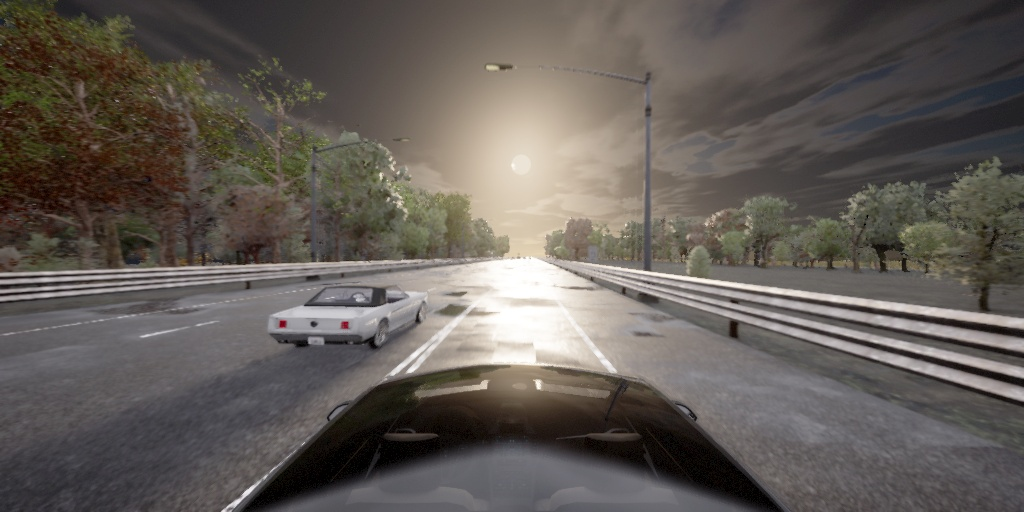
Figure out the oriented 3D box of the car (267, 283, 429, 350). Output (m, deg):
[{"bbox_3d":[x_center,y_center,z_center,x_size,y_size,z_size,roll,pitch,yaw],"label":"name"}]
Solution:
[{"bbox_3d":[-3.599,1.328,9.033,1.895,1.301,4.718,0,0,3],"label":"car"}]
